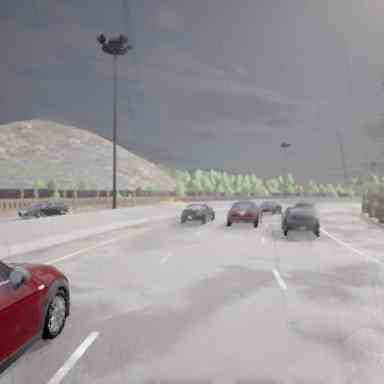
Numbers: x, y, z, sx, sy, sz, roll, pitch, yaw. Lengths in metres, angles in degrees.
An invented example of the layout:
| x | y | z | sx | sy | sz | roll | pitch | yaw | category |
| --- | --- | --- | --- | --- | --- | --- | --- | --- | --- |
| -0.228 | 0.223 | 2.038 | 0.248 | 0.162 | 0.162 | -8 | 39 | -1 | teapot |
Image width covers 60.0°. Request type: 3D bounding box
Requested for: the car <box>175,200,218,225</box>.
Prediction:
| x | y | z | sx | sy | sz | roll | pitch | yaw | category |
| --- | --- | --- | --- | --- | --- | --- | --- | --- | --- |
| 0.499 | 1.604 | 25.114 | 1.812 | 1.442 | 4.674 | 0 | 0 | 16 | car |

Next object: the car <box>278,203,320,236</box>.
| x | y | z | sx | sy | sz | roll | pitch | yaw | category |
| --- | --- | --- | --- | --- | --- | --- | --- | --- | --- |
| 6.124 | 1.587 | 19.093 | 1.837 | 1.490 | 4.892 | 0 | 0 | 13 | car |

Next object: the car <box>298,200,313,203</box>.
| x | y | z | sx | sy | sz | roll | pitch | yaw | category |
| --- | --- | --- | --- | --- | --- | --- | --- | --- | --- |
| 12.787 | 1.668 | 37.397 | 1.837 | 1.490 | 4.892 | 0 | 0 | 26 | car |

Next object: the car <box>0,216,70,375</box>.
| x | y | z | sx | sy | sz | roll | pitch | yaw | category |
| --- | --- | --- | --- | --- | --- | --- | --- | --- | --- |
| -3.143 | 1.351 | 3.754 | 2.097 | 1.767 | 4.553 | 0 | 0 | 2 | car |

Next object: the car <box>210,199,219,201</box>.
| x | y | z | sx | sy | sz | roll | pitch | yaw | category |
| --- | --- | --- | --- | --- | --- | --- | --- | --- | --- |
| 2.840 | 1.761 | 48.916 | 1.895 | 1.301 | 4.718 | 0 | 0 | 30 | car |

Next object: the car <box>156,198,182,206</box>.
| x | y | z | sx | sy | sz | roll | pitch | yaw | category |
| --- | --- | --- | --- | --- | --- | --- | --- | --- | --- |
| -3.040 | 1.603 | 45.223 | 1.882 | 1.535 | 5.008 | 0 | 0 | 26 | car |

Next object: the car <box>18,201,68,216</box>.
| x | y | z | sx | sy | sz | roll | pitch | yaw | category |
| --- | --- | --- | --- | --- | --- | --- | --- | --- | --- |
| -13.016 | 1.530 | 29.338 | 2.128 | 1.511 | 4.902 | 0 | 0 | 17 | car |

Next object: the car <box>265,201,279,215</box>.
| x | y | z | sx | sy | sz | roll | pitch | yaw | category |
| --- | --- | --- | --- | --- | --- | --- | --- | --- | --- |
| 8.662 | 1.694 | 36.836 | 2.033 | 1.411 | 5.357 | 0 | 0 | 25 | car |

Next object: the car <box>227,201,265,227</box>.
| x | y | z | sx | sy | sz | roll | pitch | yaw | category |
| --- | --- | --- | --- | --- | --- | --- | --- | --- | --- |
| 3.822 | 1.440 | 23.764 | 2.097 | 1.767 | 4.553 | 0 | 0 | 15 | car |
